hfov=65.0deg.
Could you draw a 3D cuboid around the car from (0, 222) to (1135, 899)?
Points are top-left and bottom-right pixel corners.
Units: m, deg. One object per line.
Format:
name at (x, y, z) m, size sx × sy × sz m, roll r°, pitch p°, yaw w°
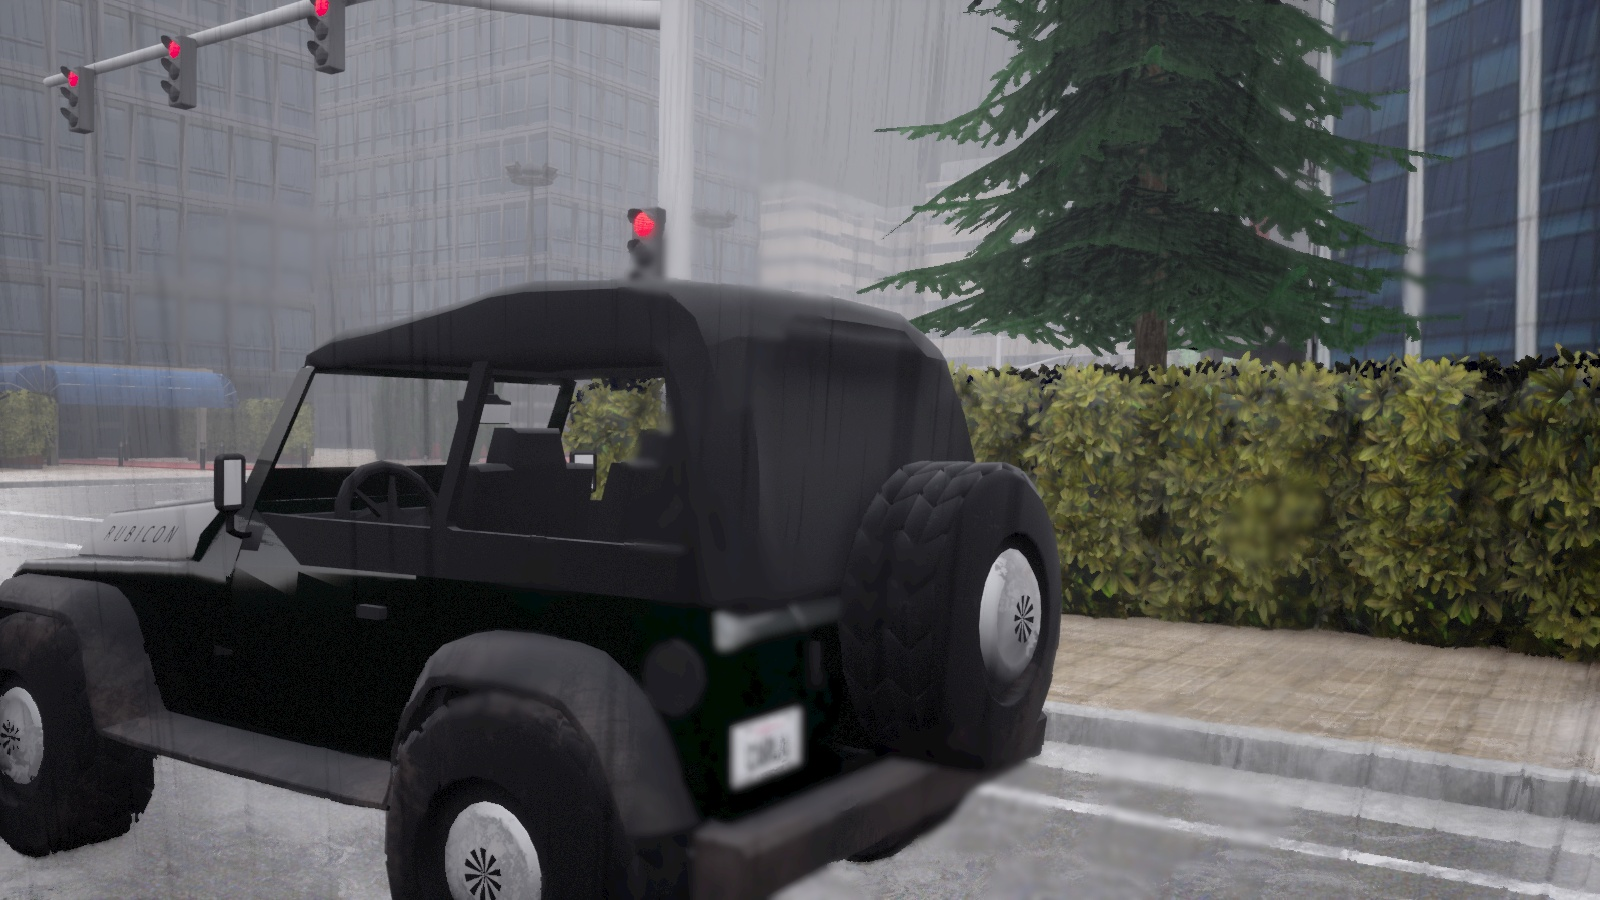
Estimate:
car at (-1.061, 0.478, 4.325) m, size 3.866 × 1.878 × 1.905 m, roll 0°, pitch 1°, yaw 34°
